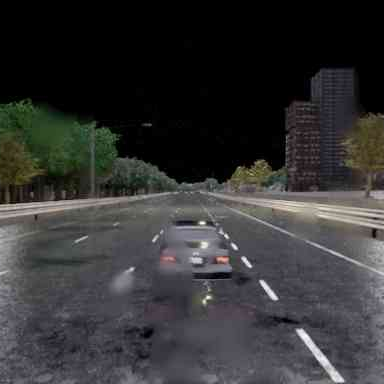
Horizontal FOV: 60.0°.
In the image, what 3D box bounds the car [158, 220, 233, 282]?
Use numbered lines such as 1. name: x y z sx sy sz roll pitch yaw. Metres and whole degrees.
1. car: 0.013 1.546 9.797 2.033 1.411 5.357 0 0 -1
